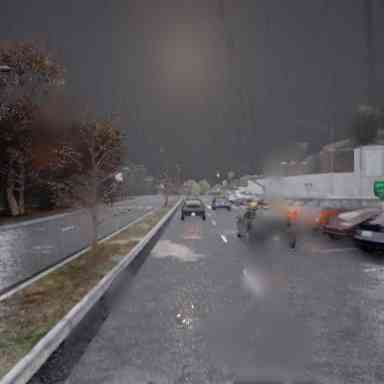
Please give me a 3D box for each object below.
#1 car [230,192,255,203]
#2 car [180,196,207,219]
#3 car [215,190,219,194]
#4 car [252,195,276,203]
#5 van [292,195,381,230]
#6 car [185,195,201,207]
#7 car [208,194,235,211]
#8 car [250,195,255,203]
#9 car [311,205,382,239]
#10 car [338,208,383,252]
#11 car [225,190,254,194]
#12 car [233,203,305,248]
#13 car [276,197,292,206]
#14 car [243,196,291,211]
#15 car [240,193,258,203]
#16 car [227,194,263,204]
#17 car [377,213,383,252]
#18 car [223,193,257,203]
[{"bbox_3d":[8.079,1.096,44.809,4.892,1.521,2.231,1,1,-20],"label":"car"},{"bbox_3d":[0.100,1.316,26.696,1.837,1.490,4.892,0,1,0],"label":"car"},{"bbox_3d":[7.896,0.942,65.622,5.366,1.575,1.946,1,1,-20],"label":"car"},{"bbox_3d":[7.896,1.296,26.854,5.366,1.575,1.946,1,1,-20],"label":"car"},{"bbox_3d":[7.965,1.179,17.916,4.442,1.987,1.878,1,1,-20],"label":"van"},{"bbox_3d":[0.098,1.184,42.891,1.994,1.385,4.181,0,1,0],"label":"car"},{"bbox_3d":[3.099,1.238,36.247,2.033,1.411,5.357,0,1,0],"label":"car"},{"bbox_3d":[8.096,1.291,29.916,4.792,1.488,2.163,1,1,-20],"label":"car"},{"bbox_3d":[8.065,1.470,14.986,4.674,1.452,2.002,1,0,-20],"label":"car"},{"bbox_3d":[8.096,1.484,12.013,4.792,1.488,2.163,1,0,-20],"label":"car"},{"bbox_3d":[8.098,0.817,47.808,5.566,2.045,2.435,1,0,-20],"label":"car"},{"bbox_3d":[3.100,1.447,14.499,1.837,1.490,4.892,0,0,0],"label":"car"},{"bbox_3d":[8.042,1.247,20.944,4.553,1.767,2.185,1,0,-20],"label":"car"},{"bbox_3d":[8.065,1.227,35.869,4.674,1.452,2.002,1,0,-20],"label":"car"},{"bbox_3d":[7.896,1.218,32.820,5.366,1.575,1.946,1,1,-20],"label":"car"},{"bbox_3d":[8.074,1.044,50.774,5.008,1.535,2.097,1,1,-20],"label":"car"},{"bbox_3d":[7.898,1.463,8.944,5.366,1.575,1.946,1,1,-20],"label":"car"},{"bbox_3d":[8.242,1.001,56.807,5.366,1.575,1.946,1,0,-20],"label":"car"}]
